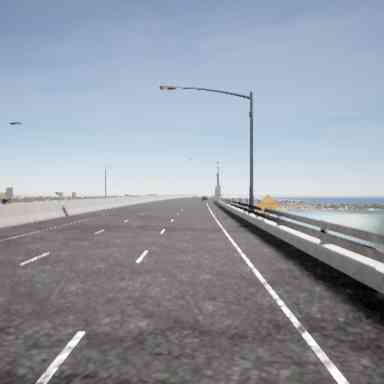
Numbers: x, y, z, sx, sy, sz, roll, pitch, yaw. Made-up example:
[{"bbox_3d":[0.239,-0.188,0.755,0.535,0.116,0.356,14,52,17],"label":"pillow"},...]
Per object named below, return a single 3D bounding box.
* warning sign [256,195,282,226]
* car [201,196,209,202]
[{"bbox_3d":[4.659,1.101,20.290,1.300,1.860,1.060,-1,-1,1],"label":"warning sign"},{"bbox_3d":[3.094,1.687,79.824,1.837,1.490,4.892,0,0,3],"label":"car"}]
